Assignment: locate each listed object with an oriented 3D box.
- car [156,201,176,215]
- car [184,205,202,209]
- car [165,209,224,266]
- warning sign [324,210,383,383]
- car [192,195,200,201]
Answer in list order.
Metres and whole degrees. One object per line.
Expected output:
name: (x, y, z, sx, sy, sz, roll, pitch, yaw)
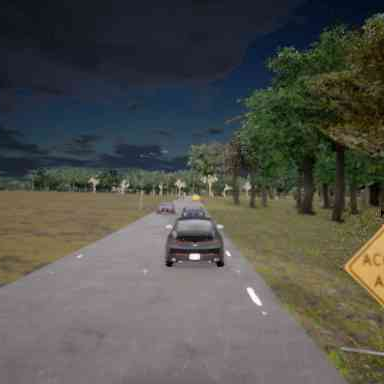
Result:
car: (-2.841, 1.748, 36.968, 1.994, 1.385, 4.181, 0, 0, 0)
car: (0.095, 1.787, 28.207, 1.895, 1.301, 4.718, 0, 0, 0)
car: (0.089, 1.623, 12.071, 1.837, 1.490, 4.892, 0, 0, 0)
warning sign: (2.444, 1.159, 3.947, 1.300, 1.860, 1.060, 0, -1, 0)
car: (0.969, 1.481, 83.937, 1.882, 1.535, 5.008, 0, 0, 0)
